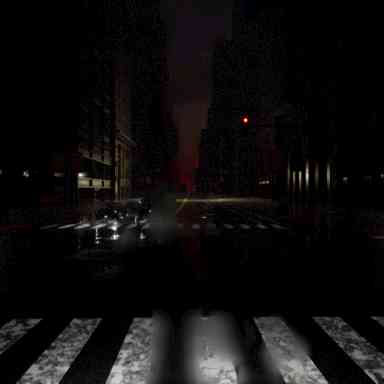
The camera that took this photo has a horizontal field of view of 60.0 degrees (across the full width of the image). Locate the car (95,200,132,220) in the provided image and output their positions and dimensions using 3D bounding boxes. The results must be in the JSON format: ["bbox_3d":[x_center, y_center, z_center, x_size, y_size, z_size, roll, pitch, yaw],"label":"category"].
[{"bbox_3d":[-6.639,1.588,27.957,1.895,1.301,4.718,0,0,1],"label":"car"}]

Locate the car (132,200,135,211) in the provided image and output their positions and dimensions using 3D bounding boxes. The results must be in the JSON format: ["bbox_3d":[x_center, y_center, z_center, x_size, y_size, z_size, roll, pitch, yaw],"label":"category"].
[{"bbox_3d":[-6.627,1.580,37.073,1.895,1.301,4.718,0,0,0],"label":"car"}]

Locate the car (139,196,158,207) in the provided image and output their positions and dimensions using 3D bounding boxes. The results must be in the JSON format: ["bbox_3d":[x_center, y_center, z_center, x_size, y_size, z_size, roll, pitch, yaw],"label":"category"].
[{"bbox_3d":[-6.626,1.457,51.162,2.128,1.511,4.902,0,0,0],"label":"car"}]

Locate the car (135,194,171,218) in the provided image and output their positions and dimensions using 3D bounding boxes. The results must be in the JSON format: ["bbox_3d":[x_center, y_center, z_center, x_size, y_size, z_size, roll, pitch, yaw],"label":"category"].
[{"bbox_3d":[-3.372,1.207,30.005,2.150,2.045,5.566,0,0,0],"label":"car"}]

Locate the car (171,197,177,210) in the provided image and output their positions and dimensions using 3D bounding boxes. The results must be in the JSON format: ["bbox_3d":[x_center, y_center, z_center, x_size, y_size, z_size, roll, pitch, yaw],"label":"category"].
[{"bbox_3d":[-3.377,1.468,40.429,2.128,1.511,4.902,0,0,0],"label":"car"}]

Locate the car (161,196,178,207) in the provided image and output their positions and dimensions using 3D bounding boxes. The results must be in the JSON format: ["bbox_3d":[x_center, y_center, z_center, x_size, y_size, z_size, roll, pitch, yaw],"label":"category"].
[{"bbox_3d":[-3.371,1.455,50.591,2.128,1.511,4.902,0,0,0],"label":"car"}]
